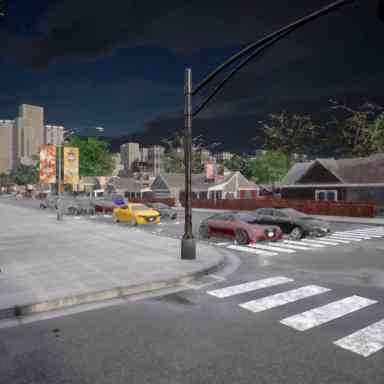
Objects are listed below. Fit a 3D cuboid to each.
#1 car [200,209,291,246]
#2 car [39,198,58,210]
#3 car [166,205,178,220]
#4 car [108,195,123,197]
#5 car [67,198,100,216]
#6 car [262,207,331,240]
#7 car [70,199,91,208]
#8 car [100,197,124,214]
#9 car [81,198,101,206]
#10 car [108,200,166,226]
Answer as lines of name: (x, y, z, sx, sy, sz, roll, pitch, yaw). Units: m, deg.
car: (2.191, 1.628, 15.713, 1.994, 1.385, 4.181, 0, 0, -35)
car: (-20.885, 1.722, 48.323, 1.837, 1.490, 4.892, 0, 0, -35)
car: (-3.091, 1.654, 28.748, 1.837, 1.490, 4.892, 0, -1, -35)
car: (-12.942, 1.523, 54.146, 2.150, 2.045, 5.566, 0, 0, -36)
car: (-11.894, 1.719, 35.529, 1.837, 1.490, 4.892, 0, 0, -35)
car: (4.864, 1.567, 17.562, 1.837, 1.490, 4.892, 0, 0, -35)
car: (-19.408, 1.887, 57.612, 2.033, 1.411, 5.357, 0, 0, -34)
car: (-9.853, 1.696, 38.270, 1.882, 1.535, 5.008, 0, 0, -35)
car: (-19.093, 1.907, 62.626, 2.033, 1.411, 5.357, 0, 0, -35)
car: (-4.210, 1.610, 24.726, 1.882, 1.535, 5.008, 0, 0, -35)
